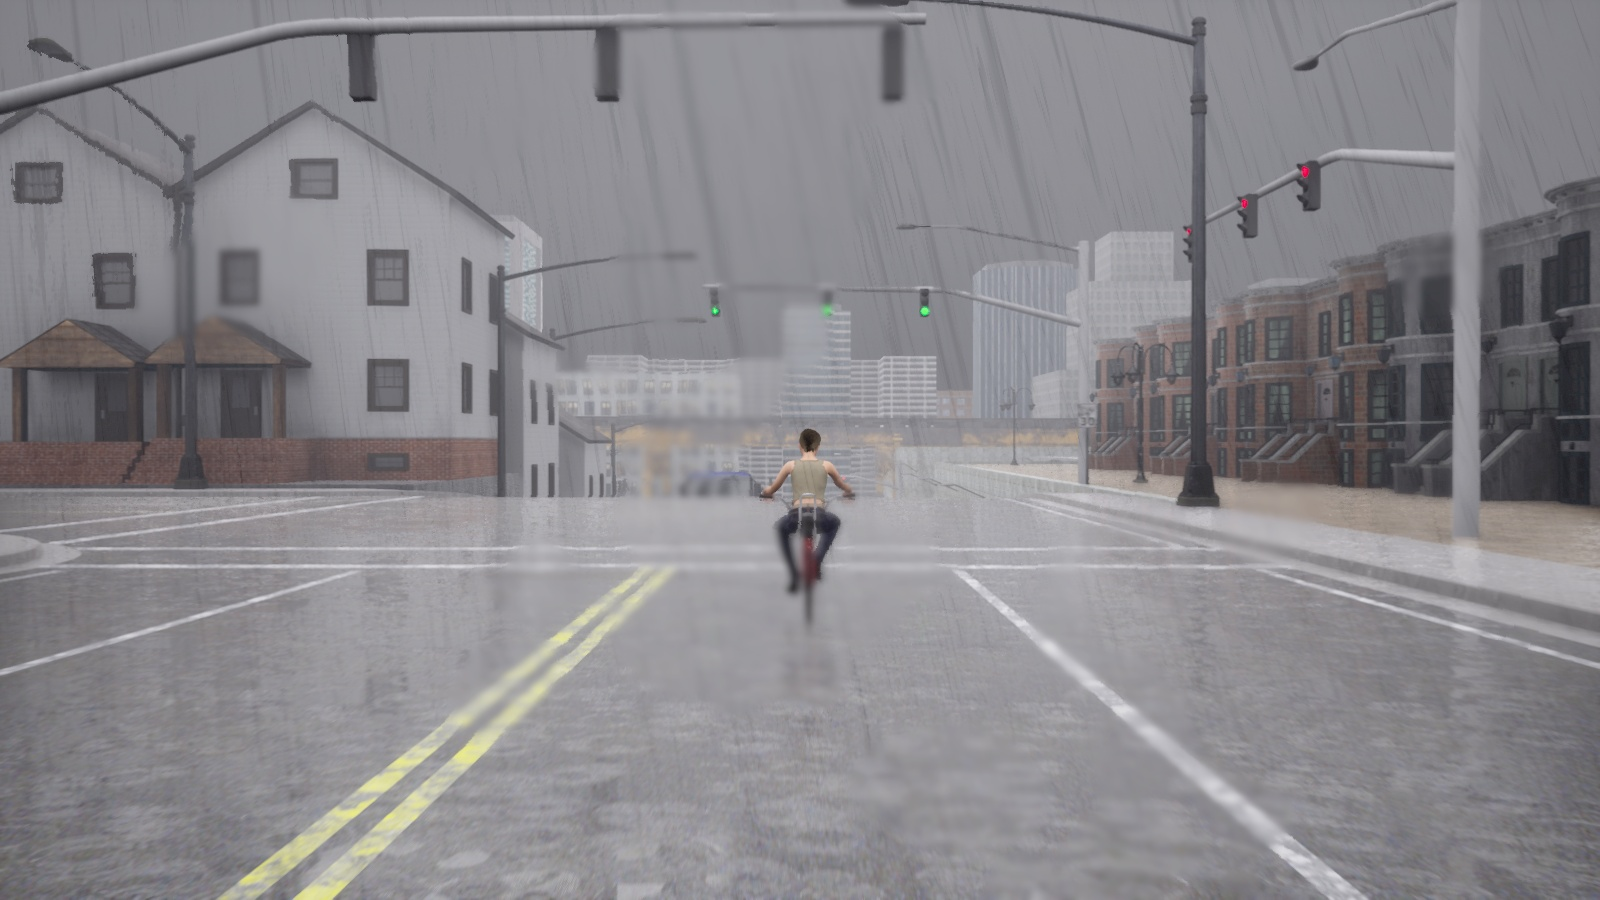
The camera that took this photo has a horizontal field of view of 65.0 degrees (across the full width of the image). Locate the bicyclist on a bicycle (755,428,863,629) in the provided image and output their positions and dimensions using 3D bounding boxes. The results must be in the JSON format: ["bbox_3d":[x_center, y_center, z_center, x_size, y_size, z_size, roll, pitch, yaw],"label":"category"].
[{"bbox_3d":[0.077,0.623,10.830,0.866,1.612,1.509,0,0,0],"label":"bicyclist on a bicycle"}]

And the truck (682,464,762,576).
[{"bbox_3d":[-3.186,3.144,53.437,2.891,3.462,7.936,-1,-13,0],"label":"truck"}]
